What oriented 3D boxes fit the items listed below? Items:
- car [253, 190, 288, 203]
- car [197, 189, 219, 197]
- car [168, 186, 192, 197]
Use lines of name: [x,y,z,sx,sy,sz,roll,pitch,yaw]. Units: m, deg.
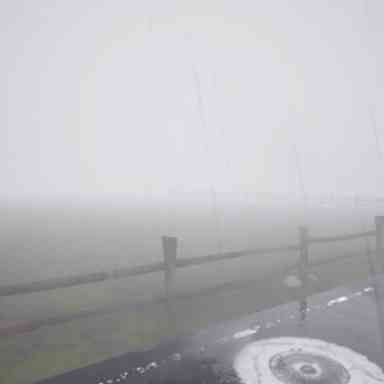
car: [10.275,0.564,43.658,1.882,1.535,5.008,0,1,-35]
car: [2.839,0.200,59.311,2.128,1.511,4.902,0,1,-35]
car: [-1.824,0.081,61.073,1.882,1.535,5.008,0,1,-35]
